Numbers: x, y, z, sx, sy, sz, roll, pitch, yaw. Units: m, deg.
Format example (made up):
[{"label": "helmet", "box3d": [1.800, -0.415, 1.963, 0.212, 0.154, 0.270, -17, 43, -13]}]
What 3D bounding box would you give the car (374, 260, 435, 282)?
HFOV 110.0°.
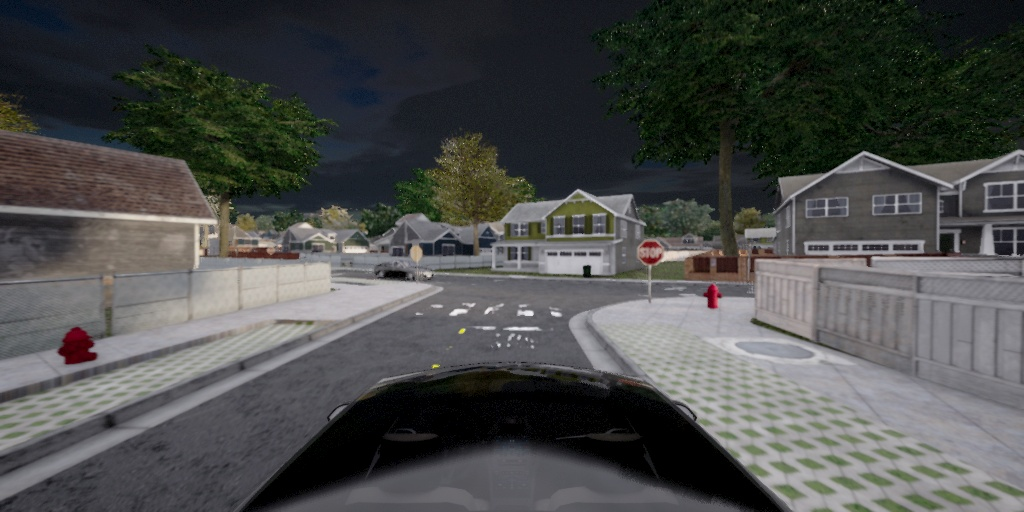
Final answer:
[{"label": "car", "box3d": [-7.628, 1.021, 25.291, 4.902, 1.511, 2.128, 2, 1, 32]}]
